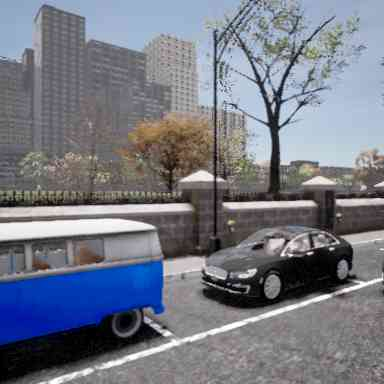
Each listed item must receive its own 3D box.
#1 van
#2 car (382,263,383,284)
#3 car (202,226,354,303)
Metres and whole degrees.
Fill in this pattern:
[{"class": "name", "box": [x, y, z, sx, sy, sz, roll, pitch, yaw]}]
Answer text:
[{"class": "van", "box": [-2.339, 1.342, 4.889, 3.998, 1.788, 1.690, 0, 0, -36]}, {"class": "car", "box": [6.425, 1.515, 7.963, 4.892, 1.490, 1.837, 0, 0, -35]}, {"class": "car", "box": [2.244, 1.557, 8.159, 4.403, 1.369, 2.008, 0, 0, -36]}]
